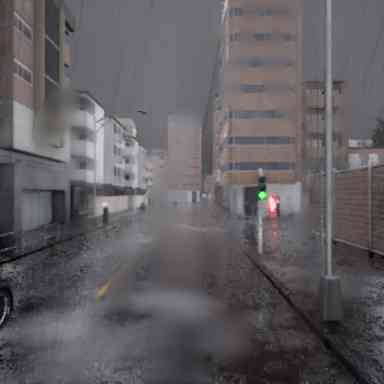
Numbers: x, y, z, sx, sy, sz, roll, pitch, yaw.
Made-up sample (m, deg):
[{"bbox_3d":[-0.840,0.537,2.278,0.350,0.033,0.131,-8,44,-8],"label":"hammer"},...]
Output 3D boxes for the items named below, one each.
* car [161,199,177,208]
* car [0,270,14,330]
[{"bbox_3d":[-4.052,1.921,55.900,1.837,1.490,4.892,0,0,1],"label":"car"},{"bbox_3d":[-4.087,1.595,4.061,1.994,1.385,4.181,0,0,0],"label":"car"}]
